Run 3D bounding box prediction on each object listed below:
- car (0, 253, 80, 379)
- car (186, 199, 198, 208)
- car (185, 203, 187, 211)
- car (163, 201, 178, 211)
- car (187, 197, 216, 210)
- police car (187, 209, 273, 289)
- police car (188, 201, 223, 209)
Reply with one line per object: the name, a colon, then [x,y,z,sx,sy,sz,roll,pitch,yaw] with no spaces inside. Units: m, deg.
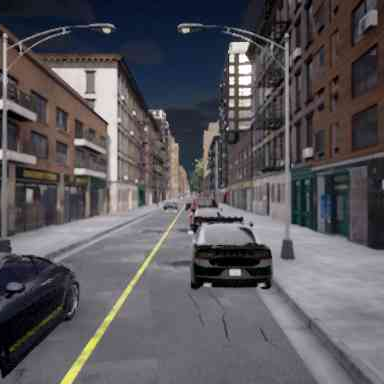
car: [-3.099,1.599,4.600,1.994,1.385,4.181,0,0,0]
car: [0.019,2.074,60.963,1.994,1.385,4.181,0,-1,0]
car: [0.024,1.893,47.302,1.837,1.490,4.892,0,-1,1]
car: [-3.067,1.962,48.500,1.994,1.385,4.181,0,-1,0]
car: [0.908,1.425,25.440,2.150,2.045,5.566,0,0,0]
police car: [0.903,1.497,9.518,1.930,1.638,5.238,0,0,0]
police car: [0.906,1.577,19.518,1.930,1.638,5.238,0,0,0]
